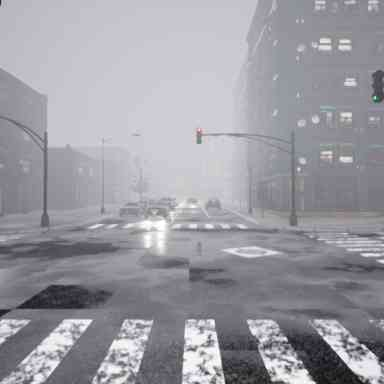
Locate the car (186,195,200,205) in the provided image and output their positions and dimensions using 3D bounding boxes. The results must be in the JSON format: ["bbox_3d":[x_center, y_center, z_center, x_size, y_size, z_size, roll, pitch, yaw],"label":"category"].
[{"bbox_3d":[0.020,1.481,59.466,1.882,1.535,5.008,0,0,0],"label":"car"}]

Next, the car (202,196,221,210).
[{"bbox_3d":[2.720,1.442,43.225,1.967,1.590,4.097,1,0,0],"label":"car"}]

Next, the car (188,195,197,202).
[{"bbox_3d":[0.023,1.361,69.892,1.812,1.442,4.674,0,0,0],"label":"car"}]

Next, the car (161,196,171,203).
[{"bbox_3d":[-5.653,1.587,71.600,1.802,1.307,4.206,1,0,0],"label":"car"}]

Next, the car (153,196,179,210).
[{"bbox_3d":[-3.082,1.354,40.039,2.097,1.767,4.553,0,0,0],"label":"car"}]

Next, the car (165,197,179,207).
[{"bbox_3d":[-3.067,1.528,52.043,1.812,1.442,4.674,0,0,0],"label":"car"}]

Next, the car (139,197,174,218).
[{"bbox_3d":[-3.087,1.493,29.946,2.128,1.511,4.902,0,0,0],"label":"car"}]

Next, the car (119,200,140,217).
[{"bbox_3d":[-5.742,1.546,31.797,1.887,1.381,4.507,1,0,0],"label":"car"}]
